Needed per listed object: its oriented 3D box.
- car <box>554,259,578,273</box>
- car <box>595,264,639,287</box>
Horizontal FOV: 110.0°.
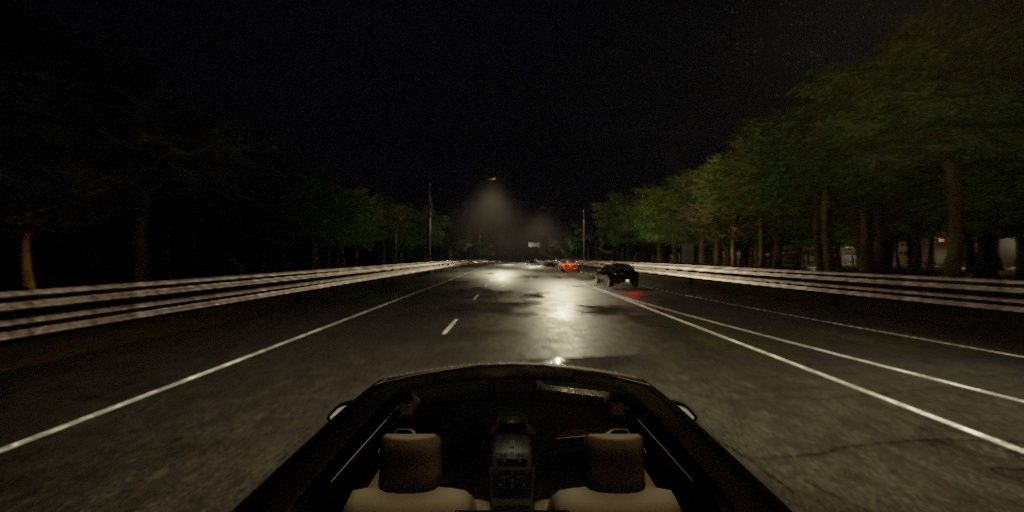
[{"bbox_3d":[7.006,1.132,45.301,2.097,1.767,4.553,0,0,0],"label":"car"},{"bbox_3d":[7.051,1.268,24.405,1.837,1.490,4.892,0,0,-1],"label":"car"}]
